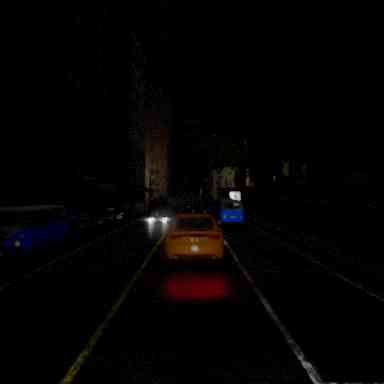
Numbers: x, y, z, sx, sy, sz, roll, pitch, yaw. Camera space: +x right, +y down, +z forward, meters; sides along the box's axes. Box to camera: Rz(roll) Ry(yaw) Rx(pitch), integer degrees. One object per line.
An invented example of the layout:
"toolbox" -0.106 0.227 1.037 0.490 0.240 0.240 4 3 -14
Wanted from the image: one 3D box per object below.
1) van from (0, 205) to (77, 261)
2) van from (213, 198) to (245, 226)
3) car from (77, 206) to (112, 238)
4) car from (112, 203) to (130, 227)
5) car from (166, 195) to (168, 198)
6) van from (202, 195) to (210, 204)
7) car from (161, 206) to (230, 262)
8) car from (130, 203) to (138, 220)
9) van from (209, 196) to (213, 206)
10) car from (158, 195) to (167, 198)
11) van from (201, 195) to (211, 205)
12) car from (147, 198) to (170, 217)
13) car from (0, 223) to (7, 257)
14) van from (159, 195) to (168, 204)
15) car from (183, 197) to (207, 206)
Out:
"van" -5.854 1.375 12.131 1.690 1.788 3.998 0 0 0
"van" 2.672 1.402 23.479 1.690 1.788 3.998 0 0 0
"car" -5.854 1.629 17.791 1.802 1.307 4.206 0 0 0
"car" -5.854 1.642 23.451 1.802 1.307 4.206 0 0 0
"car" -5.850 1.664 63.074 1.887 1.381 4.507 0 0 0
"van" 2.676 1.456 57.426 1.690 1.788 3.998 0 0 0
"car" 0.090 1.512 12.281 1.882 1.535 5.008 0 0 0
"car" -5.853 1.617 29.112 1.887 1.381 4.507 0 0 0
"van" 2.673 1.414 29.137 1.690 1.788 3.998 0 0 0
"car" -5.850 1.680 57.415 1.947 1.339 4.313 0 0 0
"van" 2.677 1.460 63.084 1.690 1.788 3.998 0 0 0
"car" -3.098 1.626 32.005 2.033 1.411 5.357 0 0 0
"car" -5.855 1.563 6.470 1.887 1.381 4.507 0 0 0
"van" -5.848 1.464 68.735 1.690 1.788 3.998 0 0 0
"car" 0.099 1.572 33.145 2.128 1.511 4.902 0 0 0
